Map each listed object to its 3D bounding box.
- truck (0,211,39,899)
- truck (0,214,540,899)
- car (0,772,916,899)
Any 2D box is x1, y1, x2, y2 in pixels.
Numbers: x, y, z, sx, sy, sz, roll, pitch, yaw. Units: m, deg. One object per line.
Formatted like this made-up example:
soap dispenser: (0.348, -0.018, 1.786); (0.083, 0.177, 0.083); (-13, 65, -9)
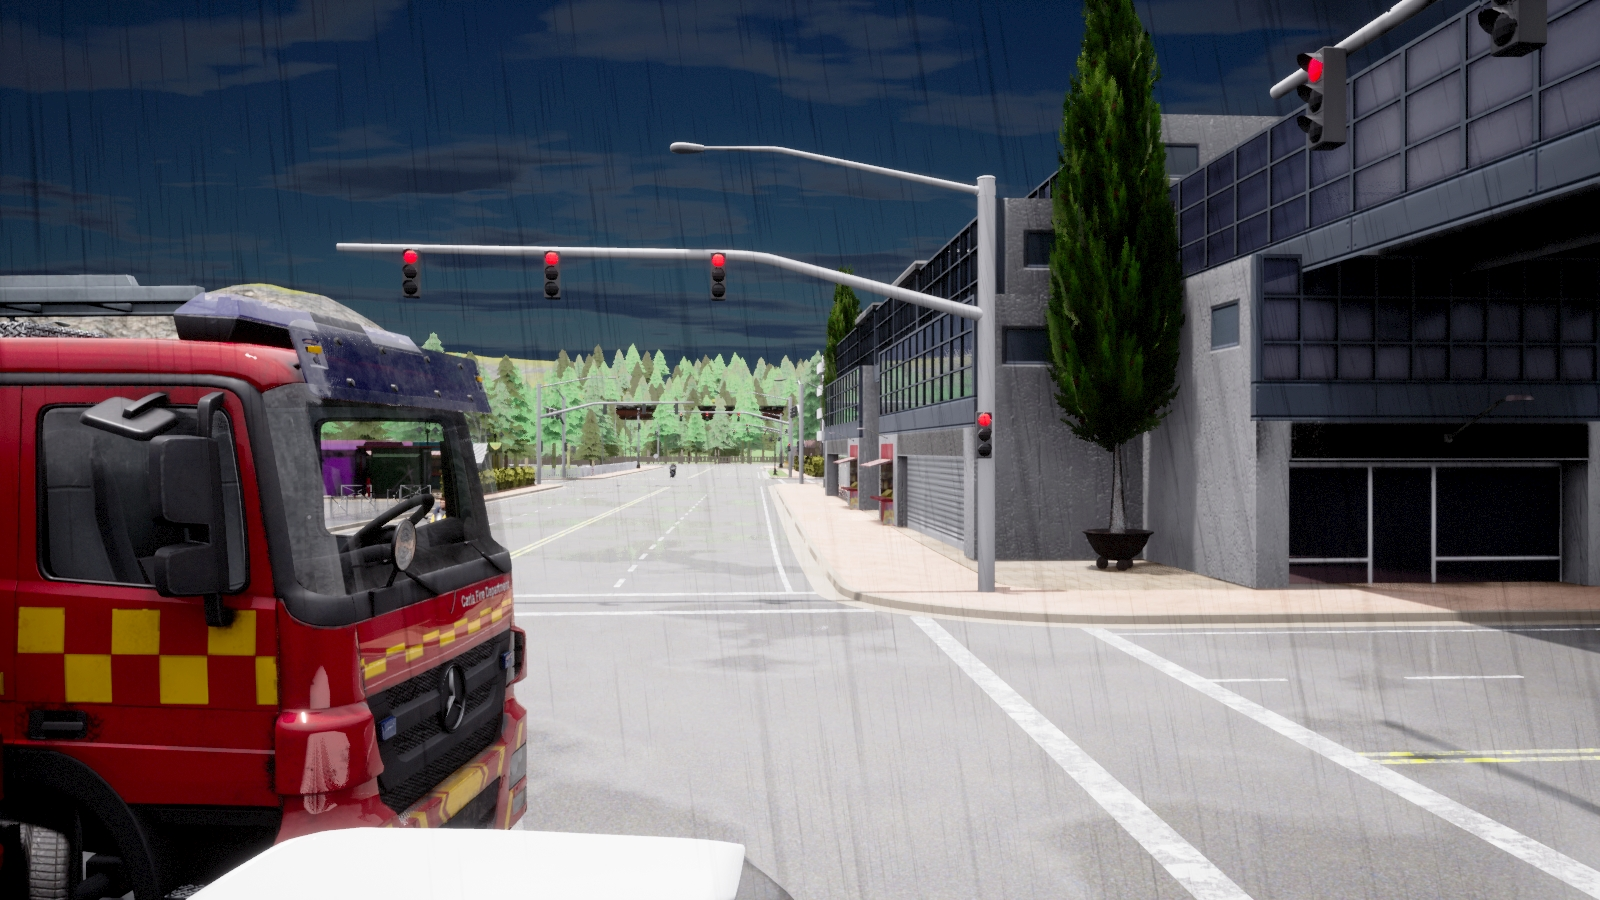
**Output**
truck: (-7.587, 0.890, 3.490); (8.468, 3.827, 2.891); (0, 0, -3)
truck: (-6.102, 0.890, 6.659); (8.468, 3.827, 2.891); (0, 0, 4)
car: (-1.549, 2.065, 3.579); (3.806, 1.475, 1.970); (0, 0, 5)
